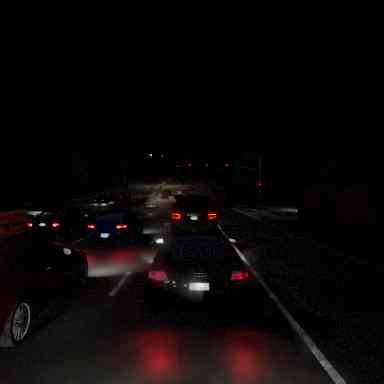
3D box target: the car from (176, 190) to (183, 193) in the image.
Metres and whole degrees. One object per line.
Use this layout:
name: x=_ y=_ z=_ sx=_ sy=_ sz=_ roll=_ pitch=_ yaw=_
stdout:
car: x=-3.642 y=1.070 z=87.113 sx=1.812 sy=1.442 sz=4.674 roll=0 pitch=3 yaw=0

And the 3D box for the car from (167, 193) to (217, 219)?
car: x=0.093 y=1.221 z=17.016 sx=2.150 sy=2.045 sz=5.566 roll=0 pitch=0 yaw=0

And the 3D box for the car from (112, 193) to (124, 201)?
car: x=-17.575 y=1.500 z=75.809 sx=2.033 sy=1.411 sz=5.357 roll=0 pitch=0 yaw=0

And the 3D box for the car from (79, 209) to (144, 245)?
car: x=-3.407 y=1.526 z=15.299 sx=1.812 sy=1.442 sz=4.674 roll=0 pitch=0 yaw=0

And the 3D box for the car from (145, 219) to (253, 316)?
car: x=0.103 y=1.564 z=7.612 sx=1.994 sy=1.385 sz=4.181 roll=0 pitch=0 yaw=-1

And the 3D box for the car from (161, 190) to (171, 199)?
car: x=-7.142 y=1.070 z=87.093 sx=1.812 sy=1.442 sz=4.674 roll=0 pitch=3 yaw=0

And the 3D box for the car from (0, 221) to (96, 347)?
car: x=-3.408 y=1.526 z=6.170 sx=1.812 sy=1.442 sz=4.674 roll=0 pitch=0 yaw=0

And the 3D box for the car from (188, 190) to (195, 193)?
car: x=-0.145 y=1.000 z=87.522 sx=1.882 sy=1.535 sz=5.008 roll=0 pitch=3 yaw=0

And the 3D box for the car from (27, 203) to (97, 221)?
car: x=-6.898 y=1.547 z=17.751 sx=2.033 sy=1.411 sz=5.357 roll=0 pitch=0 yaw=-1

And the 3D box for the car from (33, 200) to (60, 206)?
car: x=-17.617 y=1.601 z=40.885 sx=1.895 sy=1.301 sz=4.718 roll=0 pitch=0 yaw=0

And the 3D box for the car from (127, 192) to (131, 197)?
car: x=-17.660 y=0.751 z=90.094 sx=1.882 sy=1.535 sz=5.008 roll=0 pitch=3 yaw=0

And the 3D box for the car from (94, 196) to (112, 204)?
car: x=-17.550 y=1.507 z=64.897 sx=1.837 sy=1.490 sz=4.892 roll=0 pitch=-1 yaw=0
